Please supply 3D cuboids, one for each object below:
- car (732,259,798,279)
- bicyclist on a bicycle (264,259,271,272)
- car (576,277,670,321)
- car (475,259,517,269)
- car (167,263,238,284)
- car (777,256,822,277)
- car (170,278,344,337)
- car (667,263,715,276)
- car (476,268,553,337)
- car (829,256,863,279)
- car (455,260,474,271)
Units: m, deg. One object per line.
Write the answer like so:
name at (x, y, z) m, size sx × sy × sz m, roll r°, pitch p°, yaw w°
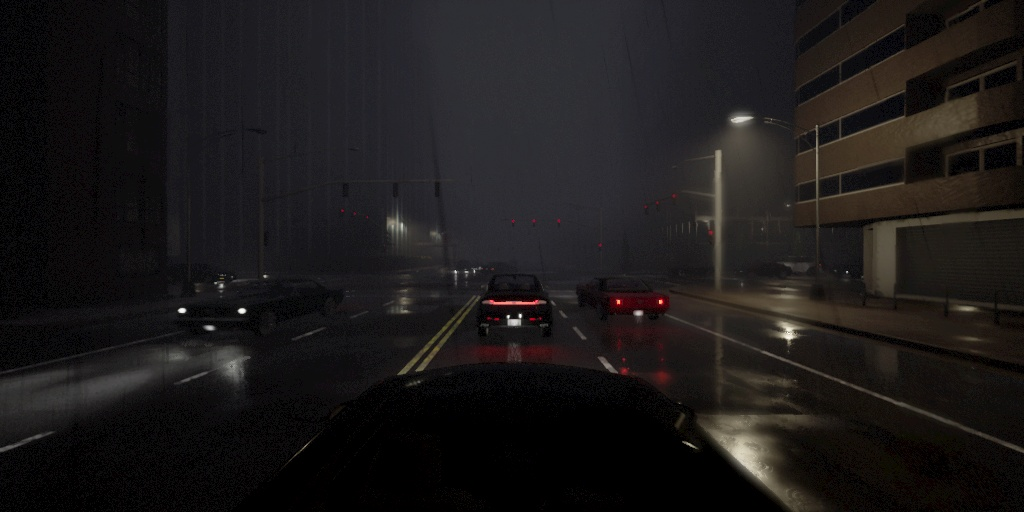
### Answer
car at (23.086, 1.308, 33.177) m, size 4.892 × 1.490 × 1.837 m, roll 0°, pitch 0°, yaw 1°
bicyclist on a bicycle at (-28.757, 1.118, 42.004) m, size 0.582 × 1.620 × 1.656 m, roll 0°, pitch 0°, yaw 1°
car at (3.586, 1.369, 12.622) m, size 1.895 × 1.301 × 4.718 m, roll 0°, pitch 0°, yaw -2°
car at (-1.387, 1.359, 38.522) m, size 2.033 × 1.411 × 5.357 m, roll 0°, pitch 0°, yaw 28°
car at (-23.056, 1.296, 26.461) m, size 4.892 × 1.490 × 1.837 m, roll 0°, pitch 0°, yaw 1°
car at (28.271, 1.030, 36.624) m, size 5.566 × 2.045 × 2.150 m, roll 0°, pitch 0°, yaw 1°
car at (-6.957, 1.365, 10.531) m, size 1.895 × 1.301 × 4.718 m, roll 0°, pitch 0°, yaw 2°
car at (18.531, 1.410, 36.748) m, size 4.718 × 1.301 × 1.895 m, roll 0°, pitch 0°, yaw 1°
car at (0.070, 1.256, 10.329) m, size 2.128 × 1.511 × 4.902 m, roll 0°, pitch 0°, yaw 0°
car at (32.660, 1.024, 33.075) m, size 5.566 × 2.045 × 2.150 m, roll 0°, pitch 0°, yaw 1°
car at (-7.070, 1.339, 52.171) m, size 1.837 × 1.490 × 4.892 m, roll 0°, pitch 0°, yaw 0°
